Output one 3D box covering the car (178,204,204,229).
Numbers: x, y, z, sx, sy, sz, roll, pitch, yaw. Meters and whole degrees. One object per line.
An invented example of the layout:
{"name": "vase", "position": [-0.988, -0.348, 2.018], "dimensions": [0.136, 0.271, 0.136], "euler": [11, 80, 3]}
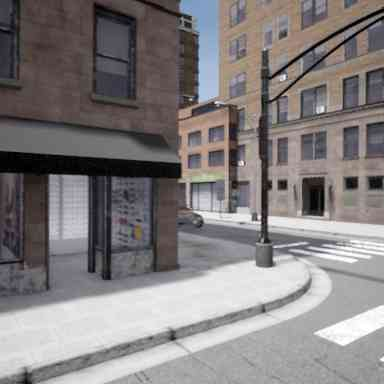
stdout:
{"name": "car", "position": [-1.160, 1.423, 20.532], "dimensions": [1.812, 1.442, 4.674], "euler": [0, 0, -35]}
